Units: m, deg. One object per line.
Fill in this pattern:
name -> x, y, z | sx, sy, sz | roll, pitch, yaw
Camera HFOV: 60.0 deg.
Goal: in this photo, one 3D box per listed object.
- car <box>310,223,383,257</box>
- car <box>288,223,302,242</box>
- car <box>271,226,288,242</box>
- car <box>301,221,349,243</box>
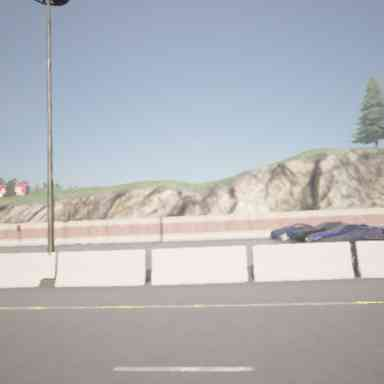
car -> 9.182, 2.427, 16.762 | 5.357, 1.411, 2.033 | -3, -4, 3
car -> 9.825, 2.851, 23.757 | 5.008, 1.535, 1.882 | -3, -4, 2
car -> 8.589, 3.257, 27.312 | 4.181, 1.385, 1.994 | -3, -4, 3
car -> 9.491, 2.654, 20.277 | 4.674, 1.442, 1.812 | -3, -4, 2
